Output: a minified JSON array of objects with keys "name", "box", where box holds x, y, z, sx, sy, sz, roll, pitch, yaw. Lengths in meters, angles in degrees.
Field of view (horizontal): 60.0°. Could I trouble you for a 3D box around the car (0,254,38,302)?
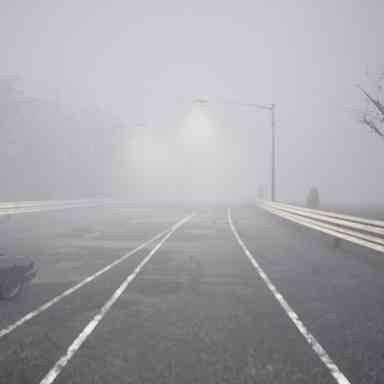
[{"name":"car","box":[-4.761,1.536,5.320,2.033,1.411,5.357,0,0,6]}]
